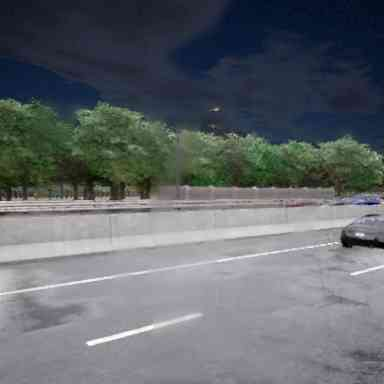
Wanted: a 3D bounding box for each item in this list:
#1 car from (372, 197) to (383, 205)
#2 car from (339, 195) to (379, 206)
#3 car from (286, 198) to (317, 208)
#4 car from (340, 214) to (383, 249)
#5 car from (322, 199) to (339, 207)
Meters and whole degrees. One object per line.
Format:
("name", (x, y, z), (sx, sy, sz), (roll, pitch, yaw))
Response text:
("car", (22.712, 1.596, 37.330), (5.008, 1.535, 1.882), (0, 0, -35))
("car", (20.623, 1.339, 40.138), (5.566, 2.045, 2.150), (0, 0, -35))
("car", (14.666, 1.590, 44.499), (5.008, 1.535, 1.882), (0, 0, -35))
("car", (8.077, 1.609, 13.925), (4.181, 1.385, 1.994), (0, 0, -35))
("car", (18.865, 1.610, 43.180), (4.902, 1.511, 2.128), (0, 0, -35))
